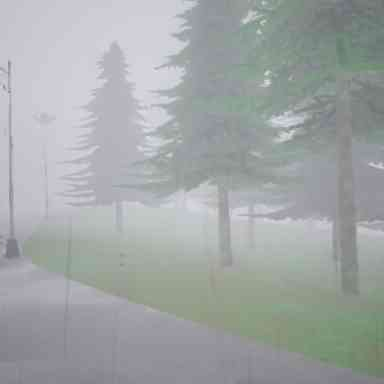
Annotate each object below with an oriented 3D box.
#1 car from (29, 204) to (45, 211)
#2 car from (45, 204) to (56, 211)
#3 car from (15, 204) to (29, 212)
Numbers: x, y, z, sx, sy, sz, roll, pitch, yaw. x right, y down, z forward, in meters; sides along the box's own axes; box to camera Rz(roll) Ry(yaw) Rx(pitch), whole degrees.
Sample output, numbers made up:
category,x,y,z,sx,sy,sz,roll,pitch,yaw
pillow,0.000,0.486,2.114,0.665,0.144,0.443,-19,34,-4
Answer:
category,x,y,z,sx,sy,sz,roll,pitch,yaw
car,-36.763,3.823,79.525,1.812,1.442,4.674,-1,-1,-9
car,-33.311,3.734,80.095,1.812,1.442,4.674,-1,-1,-9
car,-40.215,3.742,78.929,2.097,1.767,4.553,-1,-1,-9
